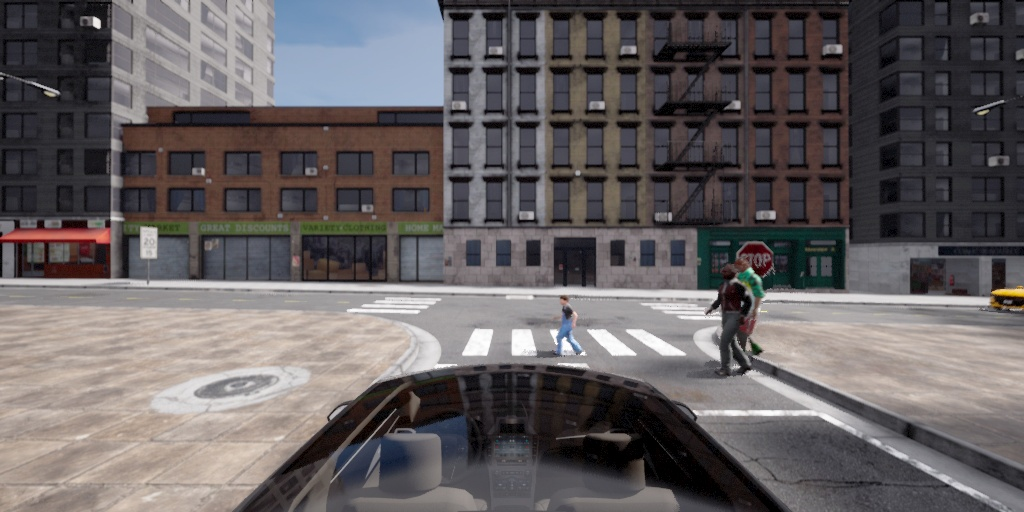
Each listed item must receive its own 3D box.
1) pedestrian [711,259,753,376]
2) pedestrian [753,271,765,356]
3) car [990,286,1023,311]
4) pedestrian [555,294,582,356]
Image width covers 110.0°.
[{"bbox_3d":[3.627,1.031,5.927,0.375,1.860,0.375,0,0,0],"label":"pedestrian"},{"bbox_3d":[4.236,0.919,6.530,0.375,1.860,0.375,0,0,0],"label":"pedestrian"},{"bbox_3d":[24.156,1.799,15.651,5.008,1.535,1.882,2,0,0],"label":"car"},{"bbox_3d":[1.113,1.310,7.123,0.375,1.300,0.375,0,0,0],"label":"pedestrian"}]
